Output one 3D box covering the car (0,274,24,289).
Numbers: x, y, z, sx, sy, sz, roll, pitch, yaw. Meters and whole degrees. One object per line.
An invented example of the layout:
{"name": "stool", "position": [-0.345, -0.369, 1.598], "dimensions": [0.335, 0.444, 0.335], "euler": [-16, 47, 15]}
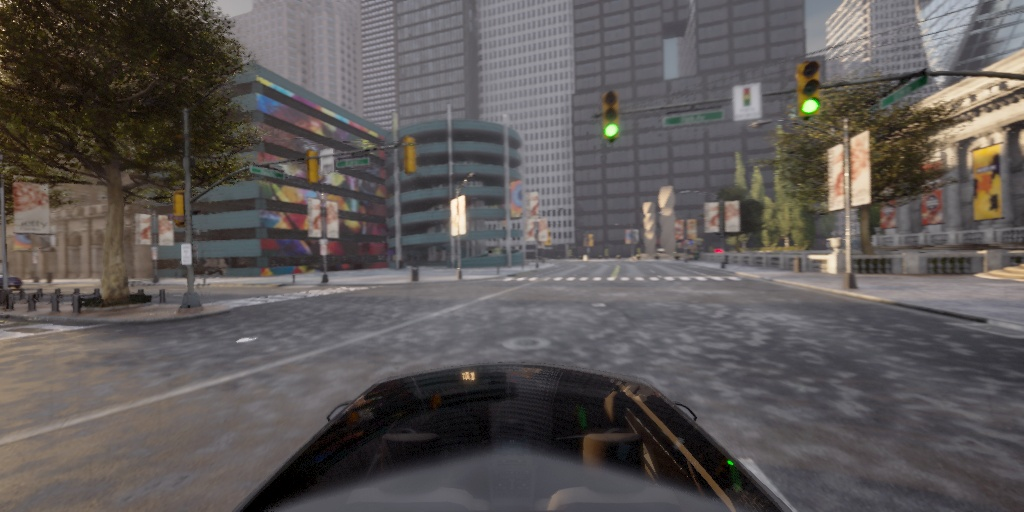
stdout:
{"name": "car", "position": [-45.745, 2.292, 31.792], "dimensions": [4.674, 1.442, 1.812], "euler": [-1, 0, 17]}
